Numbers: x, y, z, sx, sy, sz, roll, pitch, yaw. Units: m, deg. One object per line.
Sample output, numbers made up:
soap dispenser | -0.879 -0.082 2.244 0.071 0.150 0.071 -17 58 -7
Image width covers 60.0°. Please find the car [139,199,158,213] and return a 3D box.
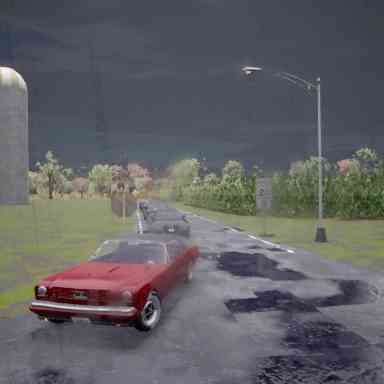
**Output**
car | -5.534 1.681 42.085 2.128 1.511 4.902 -1 0 -10

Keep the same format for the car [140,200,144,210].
car | -3.361 1.700 29.864 1.994 1.385 4.181 -1 0 -10

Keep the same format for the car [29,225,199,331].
car | -1.205 1.653 7.197 1.895 1.301 4.718 0 0 13

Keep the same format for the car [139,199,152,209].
car | -4.390 1.709 35.731 2.033 1.411 5.357 -1 0 -10

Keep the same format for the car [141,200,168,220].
car | -2.259 1.600 23.440 2.128 1.511 4.902 -1 0 -10

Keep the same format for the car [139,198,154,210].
car | -6.650 1.694 48.172 1.882 1.535 5.008 -1 0 -10

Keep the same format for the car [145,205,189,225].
car | -1.315 1.648 17.793 1.994 1.385 4.181 -1 0 -10
